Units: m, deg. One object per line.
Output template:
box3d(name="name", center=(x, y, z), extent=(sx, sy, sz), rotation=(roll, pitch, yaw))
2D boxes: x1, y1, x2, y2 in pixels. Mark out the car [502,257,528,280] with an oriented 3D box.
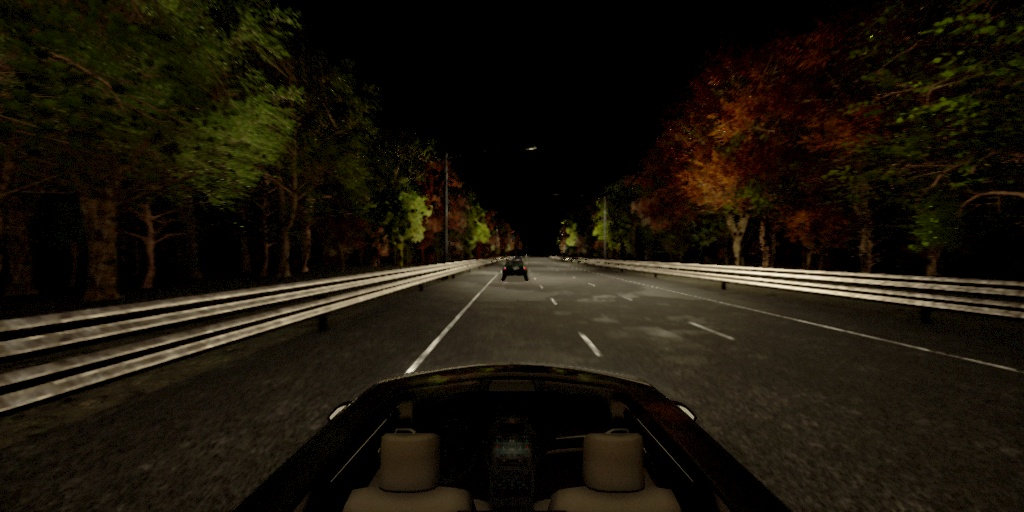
box3d(name="car", center=(0.272, 0.999, 30.179), extent=(2.097, 1.767, 4.553), rotation=(0, 0, 1))
